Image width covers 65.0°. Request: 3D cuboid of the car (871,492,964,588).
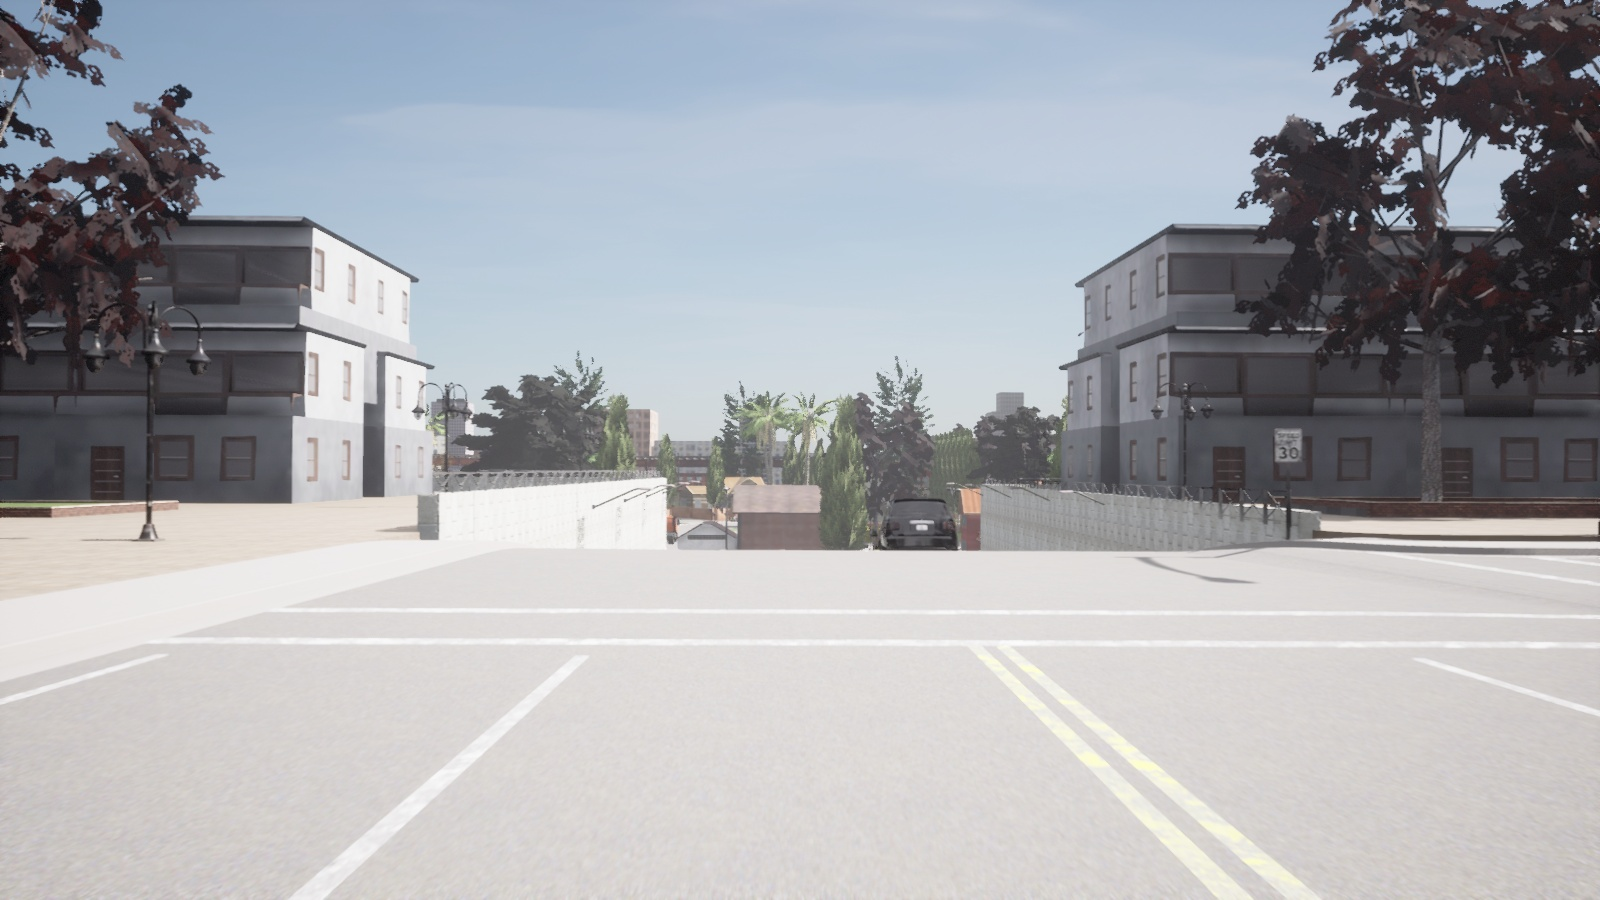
[{"bbox_3d":[3.317,2.727,36.645,2.150,2.045,5.566,0,-12,0],"label":"car"}]
